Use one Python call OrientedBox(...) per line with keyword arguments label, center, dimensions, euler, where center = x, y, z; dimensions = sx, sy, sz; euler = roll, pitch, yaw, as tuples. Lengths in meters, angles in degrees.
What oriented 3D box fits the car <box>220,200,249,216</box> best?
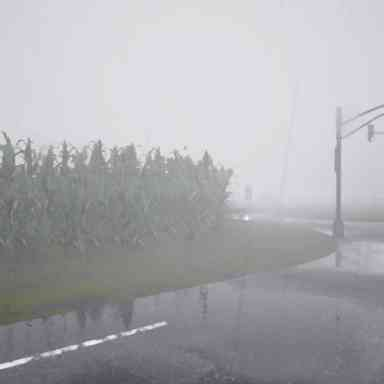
OrientedBox(label="car", center=(3.218, 1.491, 31.998), dimensions=(2.033, 1.411, 5.357), euler=(1, 0, -26))
